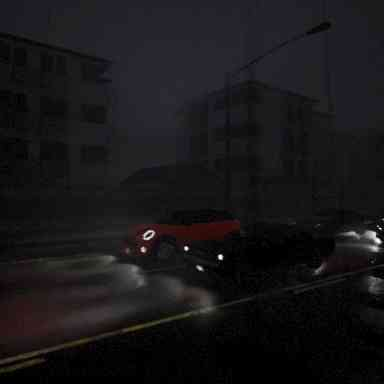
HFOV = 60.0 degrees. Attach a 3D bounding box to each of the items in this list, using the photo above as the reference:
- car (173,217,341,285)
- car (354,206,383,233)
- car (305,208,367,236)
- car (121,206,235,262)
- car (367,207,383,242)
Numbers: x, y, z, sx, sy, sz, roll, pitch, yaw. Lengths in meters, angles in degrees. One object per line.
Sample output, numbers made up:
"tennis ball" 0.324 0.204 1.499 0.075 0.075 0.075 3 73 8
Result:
"car" 2.022 1.615 9.644 4.718 1.301 1.895 0 0 -35
"car" 12.303 1.609 20.511 4.181 1.385 1.994 0 0 -26
"car" 7.292 1.557 17.390 4.674 1.442 1.812 0 0 -33
"car" -0.278 1.365 12.278 4.553 1.767 2.097 0 0 -34
"car" 10.443 1.539 15.233 4.892 1.490 1.837 0 0 -31
